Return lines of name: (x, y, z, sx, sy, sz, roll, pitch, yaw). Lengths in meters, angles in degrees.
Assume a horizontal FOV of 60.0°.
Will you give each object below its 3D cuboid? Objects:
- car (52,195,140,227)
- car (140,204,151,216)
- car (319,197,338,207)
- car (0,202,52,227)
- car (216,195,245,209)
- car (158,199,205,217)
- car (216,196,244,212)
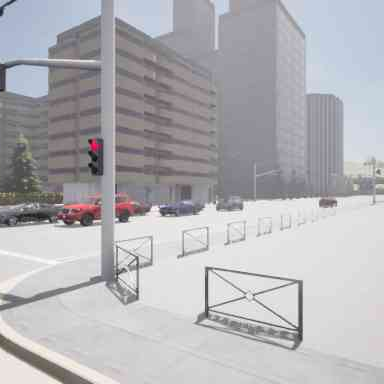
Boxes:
car: (-6.618, 1.221, 23.569, 2.150, 2.045, 5.566, 0, 0, 35)
car: (-6.022, 1.601, 30.602, 1.895, 1.301, 4.718, 0, 0, 35)
car: (20.802, 1.478, 50.701, 1.882, 1.535, 5.008, 0, 0, 35)
car: (-11.281, 1.491, 22.970, 2.128, 1.511, 4.902, 0, 0, 35)
car: (5.508, 1.352, 47.262, 2.097, 1.767, 4.553, 0, 0, 35)
car: (-1.075, 1.601, 31.614, 1.895, 1.301, 4.718, 0, 0, 35)
car: (4.609, 1.526, 39.837, 1.812, 1.442, 4.674, 0, 0, 35)
